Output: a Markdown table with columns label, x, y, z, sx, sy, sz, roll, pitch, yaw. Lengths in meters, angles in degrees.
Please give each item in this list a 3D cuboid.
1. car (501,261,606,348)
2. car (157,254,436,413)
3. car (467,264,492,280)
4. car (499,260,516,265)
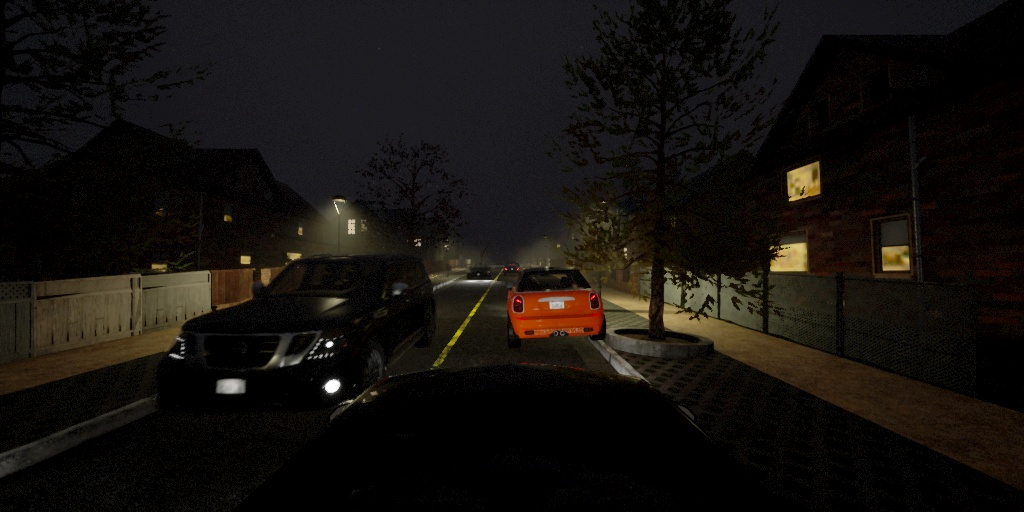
| label | x | y | z | sx | sy | sz | roll | pitch | yaw |
| --- | --- | --- | --- | --- | --- | --- | --- | --- | --- |
| car | 0.910 | 1.060 | 9.443 | 2.097 | 1.767 | 4.553 | -3 | -1 | 0 |
| car | -2.858 | 0.977 | 6.406 | 2.150 | 2.045 | 5.566 | 0 | 0 | 0 |
| car | -2.797 | 1.362 | 31.680 | 1.994 | 1.385 | 4.181 | 0 | 0 | 0 |
| car | 0.021 | 1.361 | 38.220 | 2.033 | 1.411 | 5.357 | 0 | 0 | 0 |
